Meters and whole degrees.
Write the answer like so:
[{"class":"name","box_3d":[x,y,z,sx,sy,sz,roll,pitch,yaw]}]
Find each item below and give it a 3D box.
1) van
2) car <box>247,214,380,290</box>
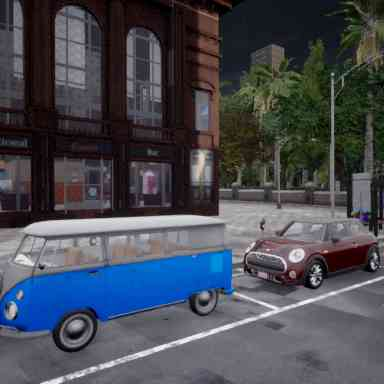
[{"class":"van","box_3d":[-1.114,1.341,5.866,3.998,1.788,1.690,0,0,-36]},{"class":"car","box_3d":[3.287,1.438,9.040,4.097,1.590,1.967,0,0,-36]}]
